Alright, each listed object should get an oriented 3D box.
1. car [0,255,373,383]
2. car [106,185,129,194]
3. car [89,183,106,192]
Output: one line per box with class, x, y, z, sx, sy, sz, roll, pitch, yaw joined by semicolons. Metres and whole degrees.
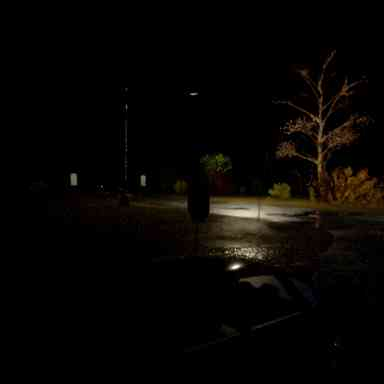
car;-0.019;1.538;3.849;5.357;1.411;2.033;0;0;-35
car;-11.435;-0.396;52.400;1.812;1.442;4.674;0;2;-35
car;-16.975;-0.876;60.188;2.097;1.767;4.553;0;2;-35
